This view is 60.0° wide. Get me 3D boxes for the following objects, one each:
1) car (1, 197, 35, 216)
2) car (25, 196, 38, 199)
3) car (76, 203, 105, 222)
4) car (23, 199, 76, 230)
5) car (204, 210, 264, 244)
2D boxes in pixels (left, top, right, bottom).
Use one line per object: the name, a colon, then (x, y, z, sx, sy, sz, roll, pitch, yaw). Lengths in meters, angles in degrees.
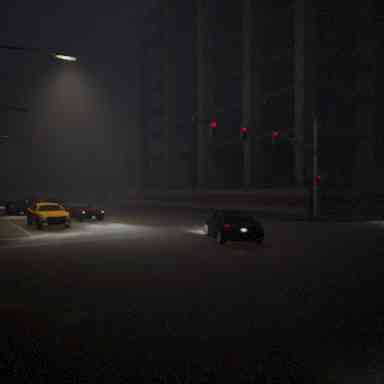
car: (-17.055, 1.535, 32.576, 2.033, 1.411, 5.357, 0, 0, -35)
car: (-22.502, 1.330, 46.515, 2.097, 1.767, 4.553, 0, 0, -35)
car: (-8.569, 1.581, 26.564, 1.895, 1.301, 4.718, 0, 0, -35)
car: (-9.357, 1.466, 21.611, 1.882, 1.535, 5.008, 0, 0, -35)
car: (1.852, 1.539, 15.723, 1.994, 1.385, 4.181, 0, 0, -8)
